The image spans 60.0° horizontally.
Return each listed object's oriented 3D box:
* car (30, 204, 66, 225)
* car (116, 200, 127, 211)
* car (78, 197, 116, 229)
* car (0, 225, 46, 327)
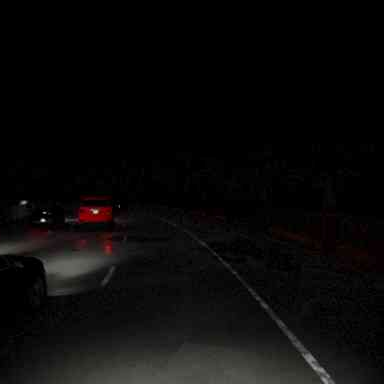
[{"bbox_3d":[-10.559,1.620,24.545,1.837,1.490,4.892,0,0,-14],"label":"car"},{"bbox_3d":[-9.753,1.759,42.776,1.994,1.385,4.181,0,0,-24],"label":"car"},{"bbox_3d":[-6.470,1.327,22.726,2.150,2.045,5.566,0,0,-14],"label":"car"},{"bbox_3d":[-3.734,1.513,4.740,2.128,1.511,4.902,0,0,-3],"label":"car"}]
